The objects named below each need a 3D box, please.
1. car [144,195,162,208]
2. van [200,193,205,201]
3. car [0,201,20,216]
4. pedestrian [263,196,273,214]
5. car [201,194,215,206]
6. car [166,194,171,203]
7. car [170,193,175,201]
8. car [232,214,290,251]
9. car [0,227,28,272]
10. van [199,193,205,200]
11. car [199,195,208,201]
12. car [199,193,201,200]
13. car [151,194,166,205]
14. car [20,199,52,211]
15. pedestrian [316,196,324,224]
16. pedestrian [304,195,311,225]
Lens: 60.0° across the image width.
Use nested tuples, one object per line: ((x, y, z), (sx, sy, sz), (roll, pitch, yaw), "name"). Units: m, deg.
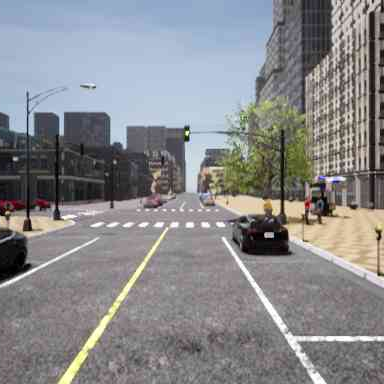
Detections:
((-5.671, 1.495, 46.168), (1.802, 1.307, 4.206), (0, 0, 0), "car")
((2.714, 1.233, 57.270), (1.690, 1.788, 3.998), (0, 0, 0), "van")
((-17.139, 1.048, 26.799), (5.009, 1.841, 2.192), (1, -1, -1), "car")
((5.011, 1.100, 21.860), (0.375, 1.860, 0.375), (0, 0, 0), "pedestrian")
((2.711, 1.428, 51.889), (1.752, 1.417, 4.829), (0, 0, 0), "car")
((-5.666, 1.433, 62.822), (2.008, 1.369, 4.403), (0, 0, 0), "car")
((-5.661, 1.377, 79.304), (1.752, 1.417, 4.829), (0, 0, 0), "car")
((2.698, 1.540, 13.690), (1.947, 1.339, 4.313), (0, 0, 0), "car")
((-5.684, 1.550, 8.153), (1.947, 1.339, 4.313), (0, 0, 0), "car")
((2.725, 1.173, 90.576), (1.690, 1.788, 3.998), (0, 0, 0), "van")
((2.720, 1.418, 79.474), (1.947, 1.339, 4.313), (0, 0, 0), "car")
((2.716, 1.423, 68.372), (2.008, 1.369, 4.403), (0, 0, 0), "car")
((-5.669, 1.217, 51.719), (2.192, 1.841, 5.009), (0, 0, 0), "car")
((-17.257, 1.303, 35.175), (4.507, 1.381, 1.887), (1, -1, -1), "car")
((8.143, 1.127, 21.259), (0.375, 1.860, 0.375), (0, 0, 0), "pedestrian")
((7.136, 1.111, 20.659), (0.375, 1.860, 0.375), (0, 0, 0), "pedestrian")
